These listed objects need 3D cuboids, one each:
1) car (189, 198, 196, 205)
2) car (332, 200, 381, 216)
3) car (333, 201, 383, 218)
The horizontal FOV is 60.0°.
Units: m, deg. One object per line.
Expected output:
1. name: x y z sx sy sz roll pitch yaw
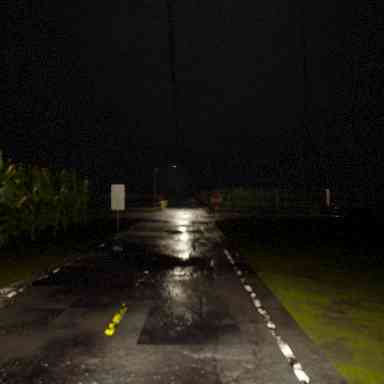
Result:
1. car: 0.050 2.644 86.543 1.895 1.301 4.718 0 -1 0
2. car: 18.807 1.774 38.214 4.553 1.767 2.097 0 0 7
3. car: 17.648 1.920 35.403 4.902 1.511 2.128 0 0 7
